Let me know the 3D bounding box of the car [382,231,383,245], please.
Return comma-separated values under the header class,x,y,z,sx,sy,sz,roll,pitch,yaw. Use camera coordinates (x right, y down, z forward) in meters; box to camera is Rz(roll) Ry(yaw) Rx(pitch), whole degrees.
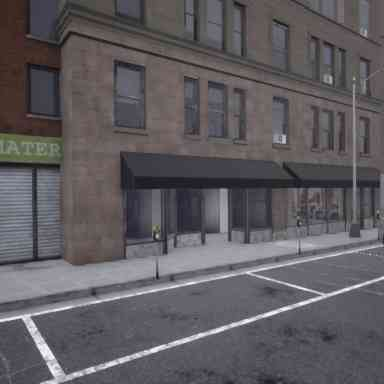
class,x,y,z,sx,sy,sz,roll,pitch,yaw
car,9.281,1.539,13.197,4.507,1.381,1.887,0,-1,-36
